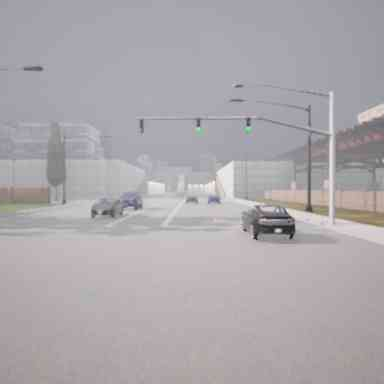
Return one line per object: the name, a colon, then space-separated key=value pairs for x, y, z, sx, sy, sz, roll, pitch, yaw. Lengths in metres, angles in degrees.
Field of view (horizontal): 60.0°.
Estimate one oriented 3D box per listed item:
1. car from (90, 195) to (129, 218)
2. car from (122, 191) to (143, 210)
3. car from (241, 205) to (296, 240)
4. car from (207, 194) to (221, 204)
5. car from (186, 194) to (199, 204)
car: x=-7.034 y=1.294 z=27.948 sx=2.128 sy=1.511 sz=4.902 roll=0 pitch=0 yaw=0
car: x=-7.025 y=0.942 z=38.347 sx=2.150 sy=2.045 sz=5.566 roll=0 pitch=0 yaw=0
car: x=3.599 y=1.374 z=16.290 sx=2.128 sy=1.511 sz=4.902 roll=0 pitch=0 yaw=0
car: x=3.497 y=1.070 z=53.341 sx=1.882 sy=1.535 sz=5.008 roll=0 pitch=0 yaw=0
car: x=-0.003 y=1.121 z=53.342 sx=1.812 sy=1.442 sz=4.674 roll=0 pitch=0 yaw=0
